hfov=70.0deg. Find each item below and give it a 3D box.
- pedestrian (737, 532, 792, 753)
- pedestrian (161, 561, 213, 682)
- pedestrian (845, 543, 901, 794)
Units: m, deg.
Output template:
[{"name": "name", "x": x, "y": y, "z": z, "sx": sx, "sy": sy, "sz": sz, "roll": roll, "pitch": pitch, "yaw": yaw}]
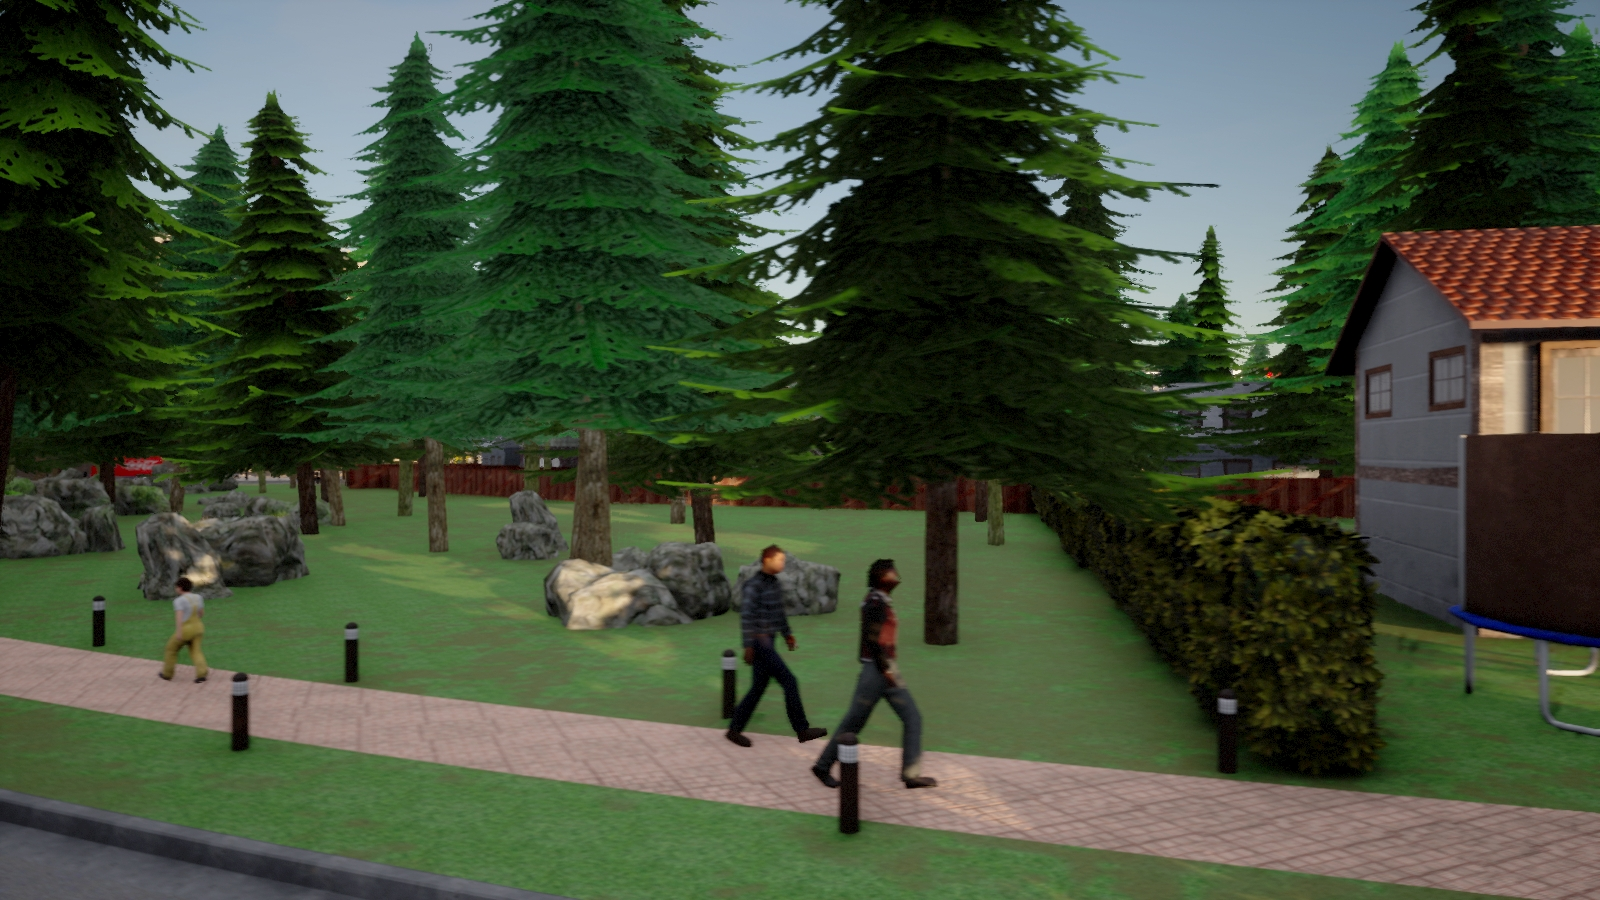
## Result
[{"name": "pedestrian", "x": -0.307, "y": 1.669, "z": 10.052, "sx": 0.375, "sy": 1.860, "sz": 0.375, "roll": 0, "pitch": 0, "yaw": 19}, {"name": "pedestrian", "x": -7.011, "y": 1.949, "z": 13.063, "sx": 0.375, "sy": 1.300, "sz": 0.375, "roll": 0, "pitch": 0, "yaw": 26}, {"name": "pedestrian", "x": 0.569, "y": 1.669, "z": 8.855, "sx": 0.375, "sy": 1.860, "sz": 0.375, "roll": 0, "pitch": 0, "yaw": 13}]
